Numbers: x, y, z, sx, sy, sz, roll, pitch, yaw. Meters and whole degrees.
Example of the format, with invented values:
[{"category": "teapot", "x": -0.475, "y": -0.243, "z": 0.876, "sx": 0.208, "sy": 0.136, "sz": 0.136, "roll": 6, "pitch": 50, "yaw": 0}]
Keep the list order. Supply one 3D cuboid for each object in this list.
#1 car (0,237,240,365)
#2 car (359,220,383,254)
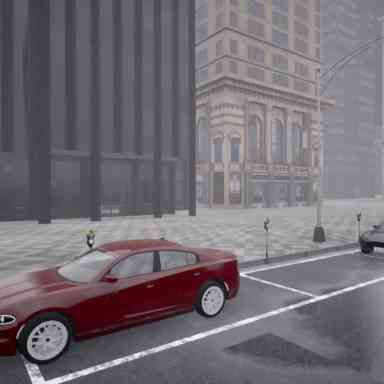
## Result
[{"category": "car", "x": -1.166, "y": 1.544, "z": 5.821, "sx": 4.507, "sy": 1.381, "sz": 1.887, "roll": 0, "pitch": 0, "yaw": -36}, {"category": "car", "x": 8.013, "y": 1.564, "z": 12.380, "sx": 4.313, "sy": 1.339, "sz": 1.947, "roll": 0, "pitch": 0, "yaw": -36}]
